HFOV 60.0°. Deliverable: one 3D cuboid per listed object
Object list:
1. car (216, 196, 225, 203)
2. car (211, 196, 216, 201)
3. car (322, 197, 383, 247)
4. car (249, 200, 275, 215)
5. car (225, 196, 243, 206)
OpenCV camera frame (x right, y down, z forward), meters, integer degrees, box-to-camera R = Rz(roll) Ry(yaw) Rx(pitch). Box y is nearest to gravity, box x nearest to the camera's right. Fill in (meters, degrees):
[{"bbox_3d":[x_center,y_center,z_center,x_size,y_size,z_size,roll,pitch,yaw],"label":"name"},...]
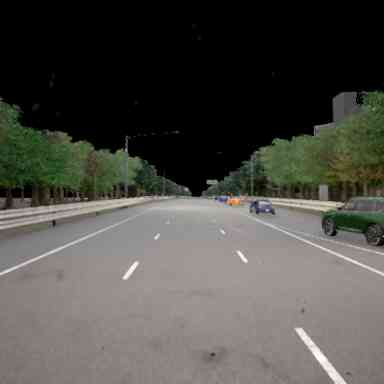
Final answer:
[{"bbox_3d":[7.088,1.627,75.885,1.882,1.535,5.008,0,-1,0],"label":"car"},{"bbox_3d":[7.178,1.826,92.879,1.837,1.490,4.892,0,-1,0],"label":"car"},{"bbox_3d":[8.267,1.240,15.337,2.150,2.045,5.566,0,0,-9],"label":"car"},{"bbox_3d":[7.032,1.543,33.481,1.812,1.442,4.674,0,0,-1],"label":"car"},{"bbox_3d":[7.015,1.385,54.363,2.097,1.767,4.553,0,0,0],"label":"car"}]
